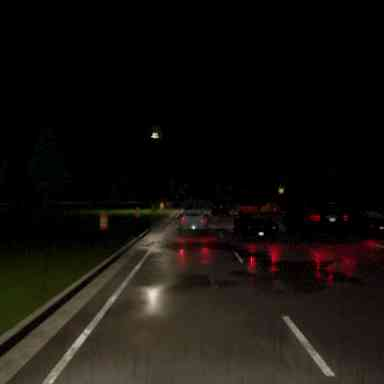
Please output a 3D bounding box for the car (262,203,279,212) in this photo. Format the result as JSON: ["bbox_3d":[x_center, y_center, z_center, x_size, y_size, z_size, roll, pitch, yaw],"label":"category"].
[{"bbox_3d":[10.559,2.180,44.797,1.882,1.535,5.008,0,-1,0],"label":"car"}]

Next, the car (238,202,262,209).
[{"bbox_3d":[7.043,2.013,42.164,2.097,1.767,4.553,0,-1,0],"label":"car"}]

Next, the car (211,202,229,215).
[{"bbox_3d":[3.545,2.017,42.476,2.097,1.767,4.553,0,-1,0],"label":"car"}]

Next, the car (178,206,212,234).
[{"bbox_3d":[0.095,1.867,21.699,1.812,1.442,4.674,0,-1,0],"label":"car"}]

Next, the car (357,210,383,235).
[{"bbox_3d":[10.587,1.855,20.863,1.812,1.442,4.674,0,-1,0],"label":"car"}]

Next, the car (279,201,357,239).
[{"bbox_3d":[7.095,1.530,19.475,2.150,2.045,5.566,0,-1,0],"label":"car"}]

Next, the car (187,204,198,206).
[{"bbox_3d":[0.031,2.183,40.532,2.033,1.411,5.357,0,-1,1],"label":"car"}]

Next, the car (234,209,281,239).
[{"bbox_3d":[3.595,1.908,19.499,1.895,1.301,4.718,0,-1,0],"label":"car"}]
